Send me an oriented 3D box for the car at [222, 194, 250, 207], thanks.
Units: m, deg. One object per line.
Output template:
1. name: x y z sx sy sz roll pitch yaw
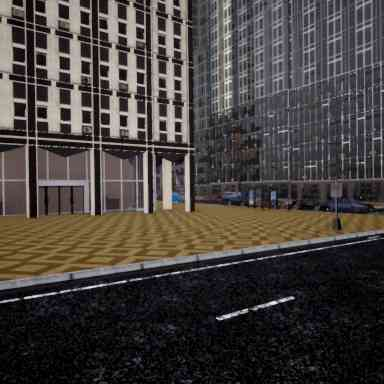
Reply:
1. car: 6.640 1.318 46.109 1.947 1.339 4.313 -1 1 -34

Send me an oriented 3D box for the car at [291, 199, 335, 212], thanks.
1. car: 12.973 1.422 36.667 1.947 1.339 4.313 -1 1 -34

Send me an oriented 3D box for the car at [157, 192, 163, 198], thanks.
1. car: -5.572 0.613 79.041 2.192 1.841 5.009 0 1 -34

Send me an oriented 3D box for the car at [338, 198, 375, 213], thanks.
1. car: 16.710 1.384 35.997 2.033 1.411 5.357 -1 1 -34

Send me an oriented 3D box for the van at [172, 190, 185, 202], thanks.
1. van: -2.907 0.936 60.231 1.690 1.788 3.998 0 1 -34

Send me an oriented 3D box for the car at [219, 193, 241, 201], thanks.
1. car: 6.783 1.277 50.594 1.895 1.301 4.718 -1 1 -34

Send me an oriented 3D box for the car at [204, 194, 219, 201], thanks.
1. car: 4.021 1.041 64.947 1.802 1.307 4.206 -1 1 -34

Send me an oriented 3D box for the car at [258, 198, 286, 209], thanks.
1. car: 9.789 1.386 41.378 1.802 1.307 4.206 -1 1 -34
